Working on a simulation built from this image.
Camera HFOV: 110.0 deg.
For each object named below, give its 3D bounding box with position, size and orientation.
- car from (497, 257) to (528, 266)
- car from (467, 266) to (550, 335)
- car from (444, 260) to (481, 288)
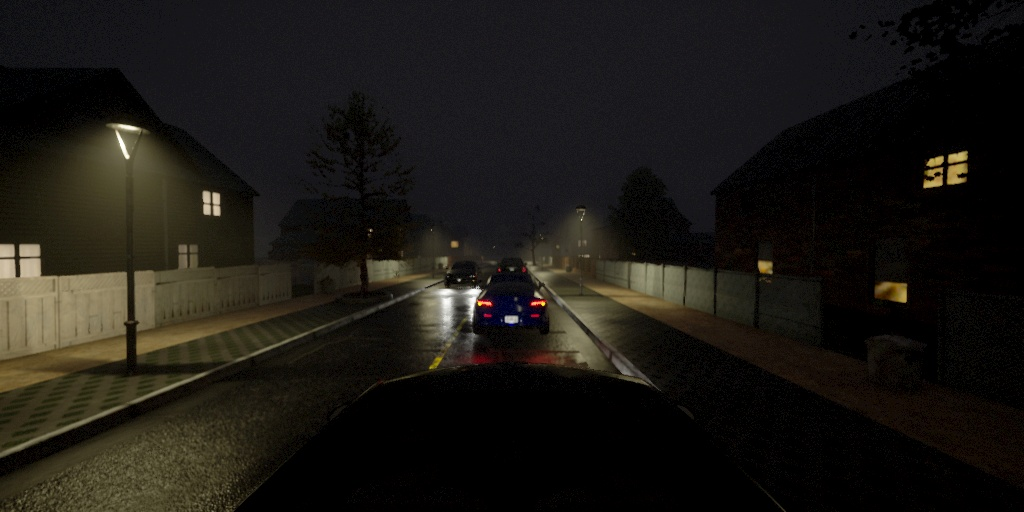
[{"bbox_3d":[0.008,0.867,24.986,2.097,1.767,4.553,0,0,1],"label":"car"},{"bbox_3d":[-0.016,1.184,10.068,1.812,1.442,4.674,0,1,0],"label":"car"},{"bbox_3d":[-2.882,1.045,21.994,1.837,1.490,4.892,0,1,0],"label":"car"}]
